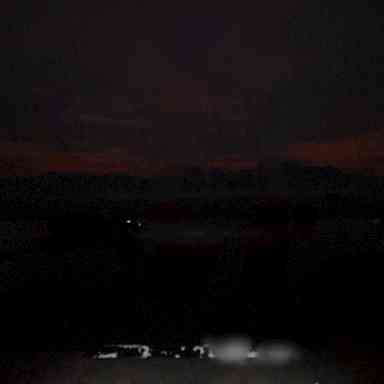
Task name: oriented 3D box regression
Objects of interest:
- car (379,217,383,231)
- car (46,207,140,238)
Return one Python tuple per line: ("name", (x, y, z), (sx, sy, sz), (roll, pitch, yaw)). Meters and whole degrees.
("car", (12.297, 1.591, 17.626), (4.181, 1.385, 1.994), (0, 2, -5))
("car", (-5.315, 1.582, 18.059), (4.902, 1.511, 2.128), (-2, 1, 2))
